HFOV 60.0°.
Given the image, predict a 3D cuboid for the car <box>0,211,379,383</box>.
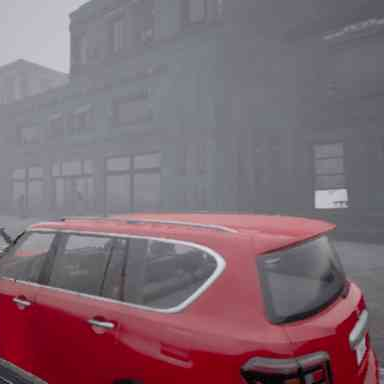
[{"bbox_3d":[-0.948,1.265,3.992,5.566,2.045,2.435,-1,0,35],"label":"car"}]
